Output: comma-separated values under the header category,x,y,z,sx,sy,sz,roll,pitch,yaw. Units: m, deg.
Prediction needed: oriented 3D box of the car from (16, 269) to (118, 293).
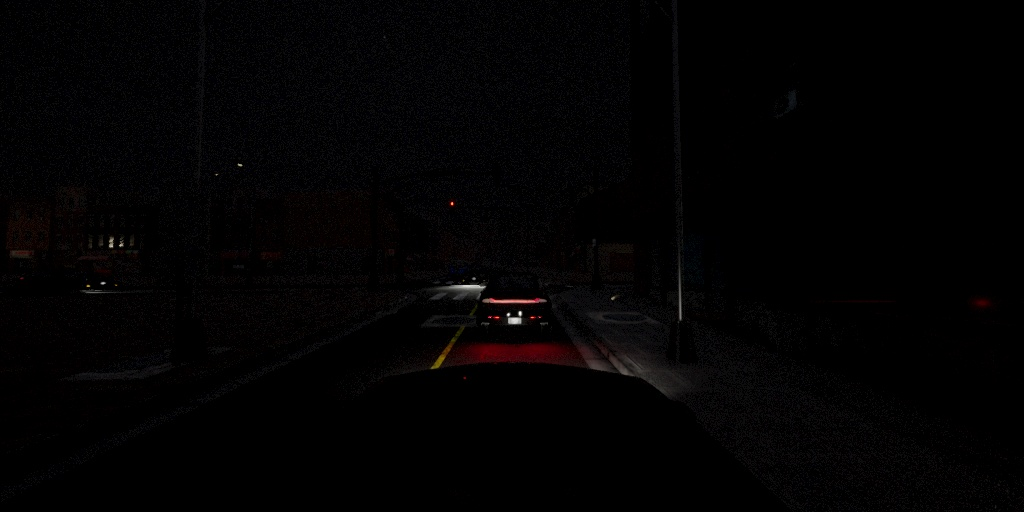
category,x,y,z,sx,sy,sz,roll,pitch,yaw
car,-26.224,1.443,21.252,4.181,1.385,1.994,0,-3,0

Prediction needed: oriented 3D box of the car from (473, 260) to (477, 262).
category,x,y,z,sx,sy,sz,roll,pitch,yaw
car,-5.327,1.451,45.033,2.192,1.841,5.009,0,0,0

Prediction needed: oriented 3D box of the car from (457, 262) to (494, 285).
category,x,y,z,sx,sy,sz,roll,pitch,yaw
car,-2.699,1.426,27.395,1.994,1.385,4.181,0,0,0

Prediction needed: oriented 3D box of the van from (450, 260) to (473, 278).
category,x,y,z,sx,sy,sz,roll,pitch,yaw
van,-5.328,1.327,36.729,1.690,1.789,3.998,0,0,0

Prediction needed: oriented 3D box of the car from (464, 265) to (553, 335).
category,x,y,z,sx,sy,sz,roll,pitch,yaw
car,0.065,1.204,10.386,2.128,1.511,4.902,0,1,0
